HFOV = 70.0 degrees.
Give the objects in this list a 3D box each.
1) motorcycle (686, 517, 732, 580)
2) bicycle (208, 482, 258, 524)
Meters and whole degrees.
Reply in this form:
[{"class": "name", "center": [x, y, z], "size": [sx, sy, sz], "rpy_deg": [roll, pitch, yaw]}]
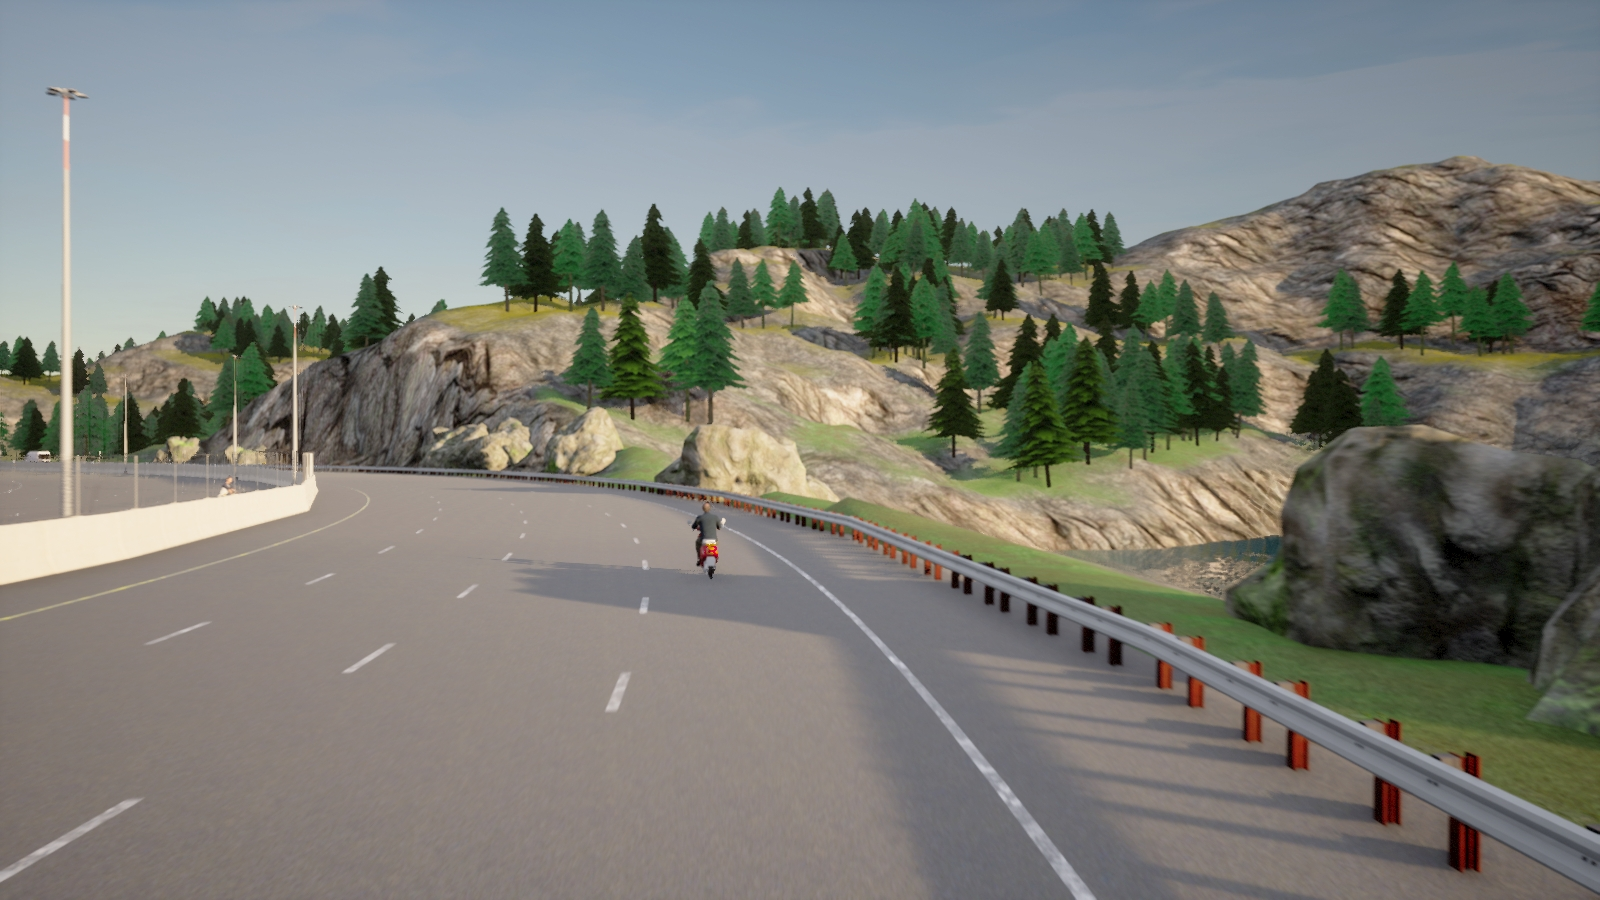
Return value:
[{"class": "motorcycle", "center": [-2.046, 2.162, 25.398], "size": [0.856, 1.236, 1.805], "rpy_deg": [-1, 0, -9]}, {"class": "bicycle", "center": [-21.643, 2.041, 43.638], "size": [1.643, 1.514, 0.373], "rpy_deg": [-2, -3, -10]}]
